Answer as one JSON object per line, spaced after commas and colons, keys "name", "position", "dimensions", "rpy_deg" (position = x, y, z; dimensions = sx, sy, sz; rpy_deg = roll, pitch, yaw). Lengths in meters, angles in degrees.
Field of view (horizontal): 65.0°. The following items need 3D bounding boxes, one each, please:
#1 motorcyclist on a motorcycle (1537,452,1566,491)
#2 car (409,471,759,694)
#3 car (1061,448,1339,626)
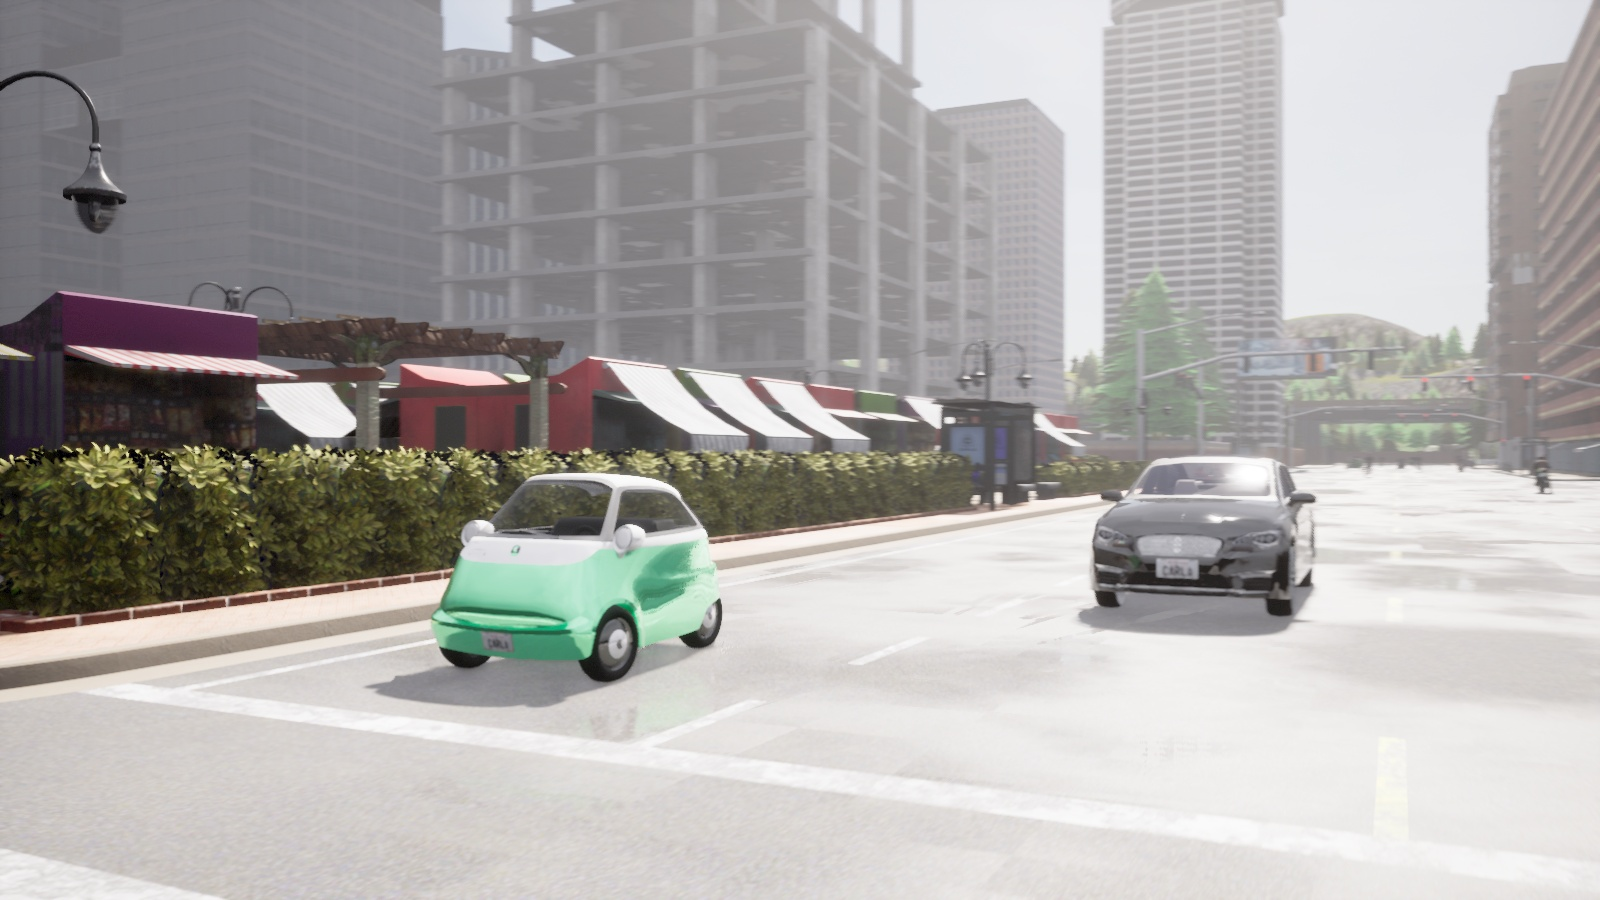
{"name": "motorcyclist on a motorcycle", "position": [30.025, 0.859, 50.174], "dimensions": [0.797, 1.523, 2.044], "rpy_deg": [0, 0, 26]}
{"name": "car", "position": [-1.490, 0.854, 9.183], "dimensions": [1.481, 1.376, 2.207], "rpy_deg": [0, -1, 28]}
{"name": "car", "position": [4.439, 0.752, 13.326], "dimensions": [2.128, 1.511, 4.902], "rpy_deg": [0, 0, 26]}
